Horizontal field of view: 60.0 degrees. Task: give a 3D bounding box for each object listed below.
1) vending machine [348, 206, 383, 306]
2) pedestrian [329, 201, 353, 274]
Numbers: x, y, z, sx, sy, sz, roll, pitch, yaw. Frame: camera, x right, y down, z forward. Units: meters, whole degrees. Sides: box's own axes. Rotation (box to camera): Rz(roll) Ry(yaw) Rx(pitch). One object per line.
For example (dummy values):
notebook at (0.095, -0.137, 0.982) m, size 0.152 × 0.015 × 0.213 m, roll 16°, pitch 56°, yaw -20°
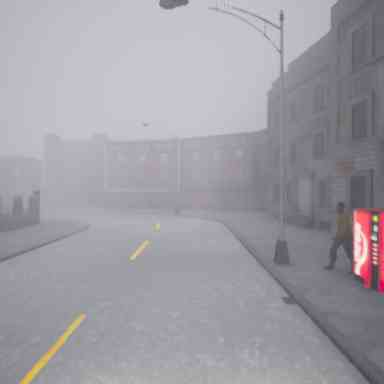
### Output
vending machine at (4.300, 1.379, 7.528) m, size 1.100 × 2.100 × 0.880 m, roll 0°, pitch 0°, yaw 0°
pedestrian at (3.812, 1.149, 8.471) m, size 0.375 × 1.860 × 0.375 m, roll 0°, pitch 0°, yaw 0°
